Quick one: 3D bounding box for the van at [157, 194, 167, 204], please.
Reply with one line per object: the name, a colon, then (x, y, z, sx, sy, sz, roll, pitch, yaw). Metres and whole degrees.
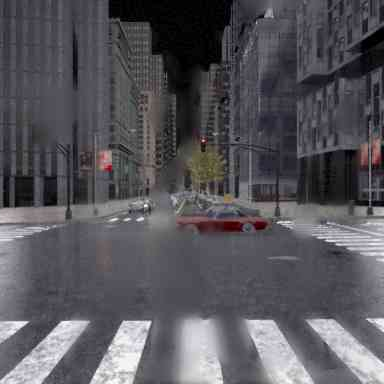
van: (-6.050, 1.360, 66.724, 1.690, 1.788, 3.998, 0, 0, 0)

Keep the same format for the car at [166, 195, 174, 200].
car: (-6.220, 1.624, 93.789, 1.802, 1.307, 4.206, 0, 0, 0)

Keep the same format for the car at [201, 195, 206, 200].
car: (2.598, 1.553, 47.273, 1.887, 1.381, 4.507, 0, 0, 0)

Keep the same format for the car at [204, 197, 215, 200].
car: (2.667, 1.556, 36.385, 2.008, 1.369, 4.403, 0, 0, 0)

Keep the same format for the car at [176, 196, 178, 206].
car: (-3.241, 1.609, 44.598, 1.895, 1.301, 4.718, 0, 0, 0)

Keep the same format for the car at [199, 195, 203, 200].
car: (2.564, 1.562, 52.718, 2.008, 1.369, 4.403, 0, 0, 0)

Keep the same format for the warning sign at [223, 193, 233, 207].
warning sign: (4.918, 1.123, 45.475, 1.300, 1.860, 1.060, 0, 0, 0)

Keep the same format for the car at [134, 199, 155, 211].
car: (-5.889, 1.557, 41.326, 2.008, 1.369, 4.403, 0, 0, 0)

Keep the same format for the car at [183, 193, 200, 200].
car: (-0.164, 1.509, 63.572, 2.128, 1.511, 4.902, 0, 0, 0)

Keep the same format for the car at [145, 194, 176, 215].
car: (-3.178, 1.226, 34.646, 2.150, 2.045, 5.566, 0, 0, 0)

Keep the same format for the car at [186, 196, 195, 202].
car: (-0.334, 1.549, 74.858, 1.812, 1.442, 4.674, 0, 0, 0)

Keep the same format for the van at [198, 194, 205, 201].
van: (2.368, 1.373, 83.745, 1.690, 1.788, 3.998, 0, 0, 0)

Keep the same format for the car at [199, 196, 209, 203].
car: (2.467, 1.545, 68.048, 1.752, 1.417, 4.829, 0, 0, 0)

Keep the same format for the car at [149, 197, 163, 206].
car: (-5.981, 1.579, 55.898, 1.947, 1.339, 4.313, 0, 0, 0)

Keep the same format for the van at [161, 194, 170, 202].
van: (-6.118, 1.368, 77.551, 1.690, 1.788, 3.998, 0, 0, 0)

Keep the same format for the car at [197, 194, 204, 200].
car: (2.502, 1.567, 62.589, 2.008, 1.369, 4.403, 0, 0, 0)

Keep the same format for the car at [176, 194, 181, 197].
car: (-3.293, 1.538, 54.640, 1.812, 1.442, 4.674, 0, 0, 0)

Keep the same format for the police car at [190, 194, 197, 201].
police car: (0.465, 1.464, 90.560, 1.930, 1.638, 5.238, 0, 0, 0)

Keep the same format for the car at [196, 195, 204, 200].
car: (2.302, 1.593, 94.323, 2.008, 1.369, 4.403, 0, 0, 0)

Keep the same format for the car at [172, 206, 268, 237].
car: (1.494, 1.583, 17.657, 4.718, 1.301, 1.895, -1, 0, 0)

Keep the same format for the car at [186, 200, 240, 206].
car: (1.810, 1.472, 20.885, 5.008, 1.535, 1.882, 0, 1, 0)

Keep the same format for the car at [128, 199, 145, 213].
car: (-5.858, 1.556, 36.334, 2.008, 1.369, 4.403, 0, 0, 0)

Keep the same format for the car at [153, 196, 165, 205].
car: (-6.014, 1.541, 61.141, 1.752, 1.417, 4.829, 0, 0, 0)

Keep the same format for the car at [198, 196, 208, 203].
car: (2.435, 1.589, 73.168, 1.947, 1.339, 4.313, 0, 0, 0)
